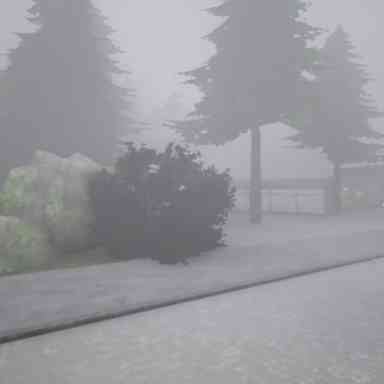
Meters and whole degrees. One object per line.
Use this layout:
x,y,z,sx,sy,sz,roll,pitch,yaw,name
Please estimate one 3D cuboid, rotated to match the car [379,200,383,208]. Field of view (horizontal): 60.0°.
29.916,1.695,50.332,3.633,1.501,1.845,0,0,-36,car
